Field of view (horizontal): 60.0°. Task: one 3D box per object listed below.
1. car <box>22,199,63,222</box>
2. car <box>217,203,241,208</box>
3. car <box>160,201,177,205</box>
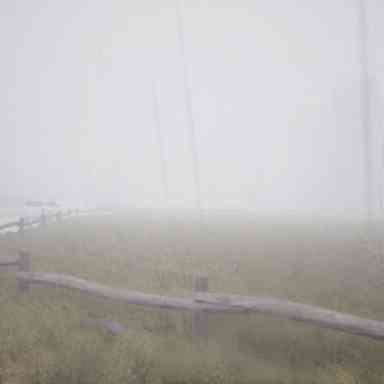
[{"bbox_3d":[-13.866,1.722,31.132,2.150,2.045,5.566,1,-1,-5],"label":"car"},{"bbox_3d":[8.910,3.413,76.559,4.611,1.667,2.242,1,-1,-7],"label":"car"},{"bbox_3d":[-5.977,3.280,88.828,4.605,1.855,1.932,1,-1,-7],"label":"car"}]
